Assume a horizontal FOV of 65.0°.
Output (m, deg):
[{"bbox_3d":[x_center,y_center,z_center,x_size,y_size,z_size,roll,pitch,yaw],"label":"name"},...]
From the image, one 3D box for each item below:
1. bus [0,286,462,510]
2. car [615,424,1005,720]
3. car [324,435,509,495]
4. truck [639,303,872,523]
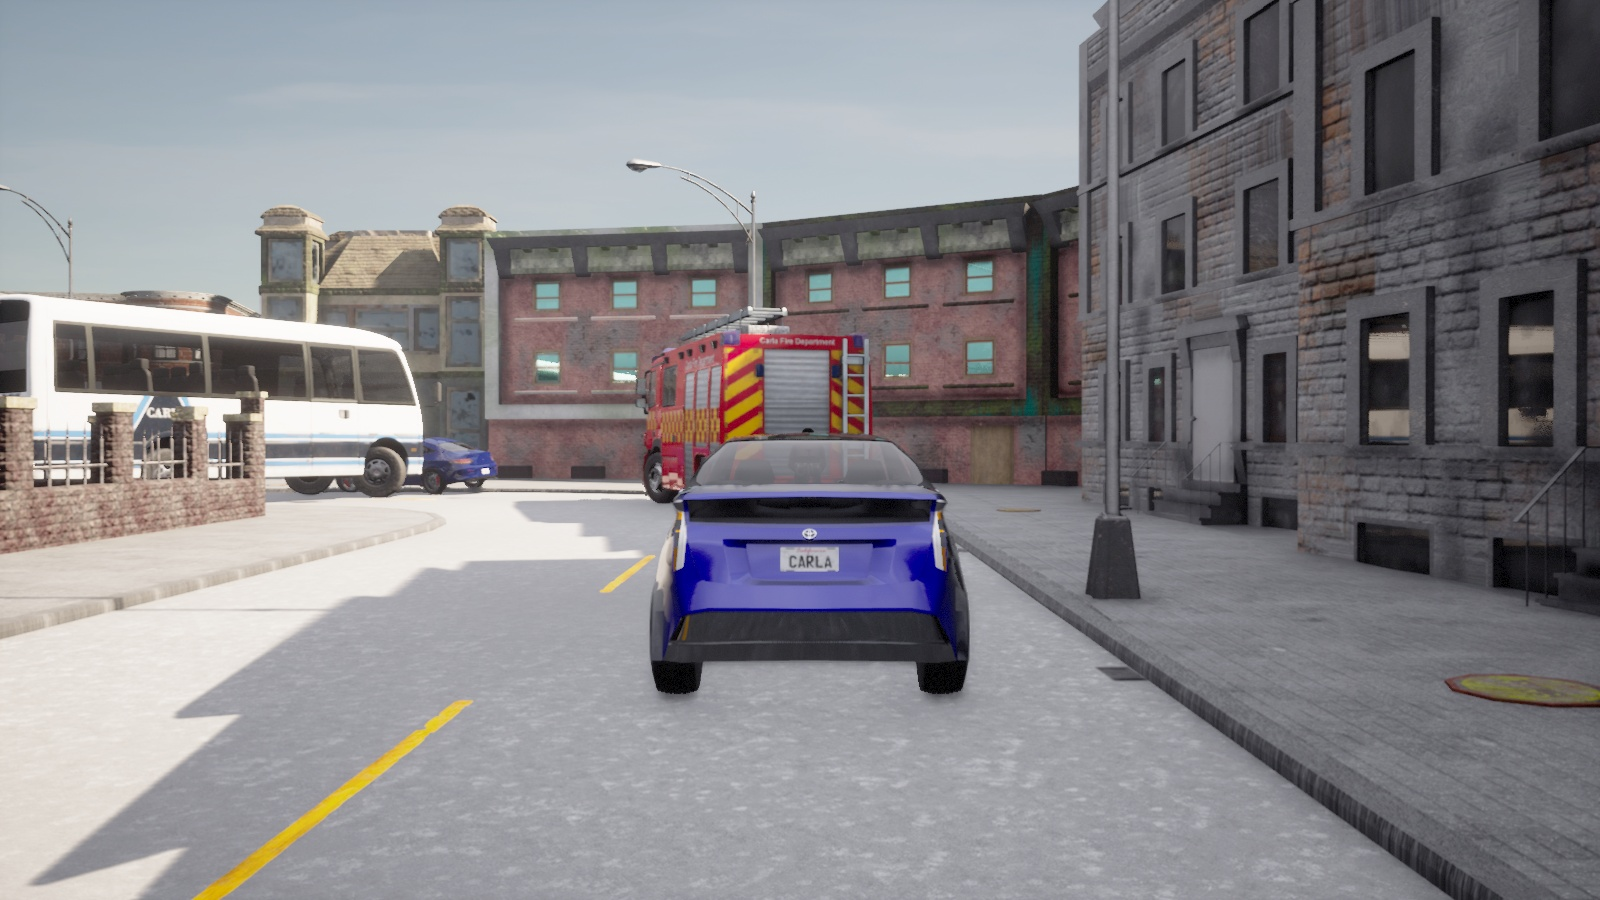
[{"bbox_3d":[-13.130,-0.977,29.238,3.944,4.253,10.273,-1,0,31],"label":"bus"},{"bbox_3d":[0.063,0.602,8.727,2.007,1.525,4.514,0,1,0],"label":"car"},{"bbox_3d":[-10.373,0.364,33.966,4.674,1.442,1.812,0,4,24],"label":"car"},{"bbox_3d":[-1.277,-0.693,26.402,2.891,3.827,8.468,0,1,-16],"label":"truck"}]
